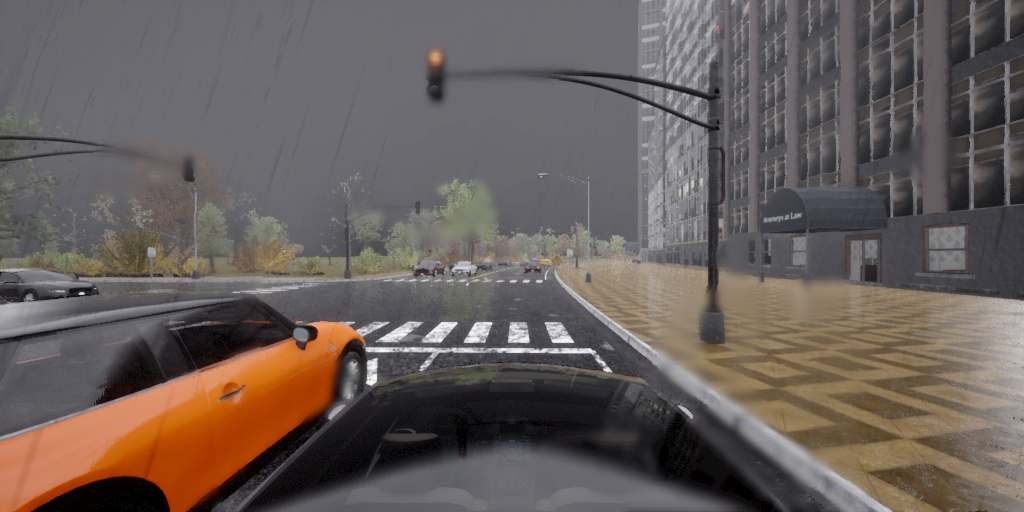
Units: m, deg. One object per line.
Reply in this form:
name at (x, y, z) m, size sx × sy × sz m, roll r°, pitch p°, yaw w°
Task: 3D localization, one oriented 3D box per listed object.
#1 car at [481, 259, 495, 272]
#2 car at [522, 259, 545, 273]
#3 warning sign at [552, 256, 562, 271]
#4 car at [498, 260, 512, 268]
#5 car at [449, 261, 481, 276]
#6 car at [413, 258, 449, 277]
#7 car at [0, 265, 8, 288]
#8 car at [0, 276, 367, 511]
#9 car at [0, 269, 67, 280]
car at (-3.686, 1.350, 46.491) m, size 1.895 × 1.301 × 4.718 m, roll 0°, pitch 0°, yaw 7°
car at (2.665, 1.352, 43.301) m, size 1.895 × 1.301 × 4.718 m, roll 0°, pitch 0°, yaw 7°
warning sign at (5.507, 0.868, 44.175) m, size 1.300 × 1.860 × 1.060 m, roll 0°, pitch 0°, yaw 7°
car at (-1.236, 1.354, 62.852) m, size 1.895 × 1.301 × 4.718 m, roll 0°, pitch 0°, yaw 10°
car at (-4.788, 1.273, 36.539) m, size 1.812 × 1.442 × 4.674 m, roll 0°, pitch 0°, yaw 6°
car at (-8.140, 1.098, 35.592) m, size 2.097 × 1.767 × 4.553 m, roll 0°, pitch 0°, yaw 6°
car at (-35.113, 1.321, 22.424) m, size 4.892 × 1.490 × 1.837 m, roll 0°, pitch 0°, yaw 3°
car at (-3.101, 1.102, 3.255) m, size 2.097 × 1.767 × 4.553 m, roll 0°, pitch 0°, yaw 0°
car at (-20.138, 1.310, 14.974) m, size 4.892 × 1.490 × 1.837 m, roll 0°, pitch 0°, yaw 5°
